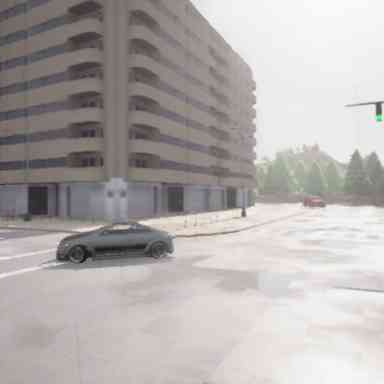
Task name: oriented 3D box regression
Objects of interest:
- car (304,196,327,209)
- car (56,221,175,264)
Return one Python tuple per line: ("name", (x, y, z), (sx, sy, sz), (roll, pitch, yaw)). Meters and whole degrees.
("car", (19.764, 1.668, 53.644), (2.150, 2.045, 5.566), (1, 0, 3))
("car", (-2.744, 1.786, 12.283), (4.181, 1.385, 1.994), (-1, 0, -14))
